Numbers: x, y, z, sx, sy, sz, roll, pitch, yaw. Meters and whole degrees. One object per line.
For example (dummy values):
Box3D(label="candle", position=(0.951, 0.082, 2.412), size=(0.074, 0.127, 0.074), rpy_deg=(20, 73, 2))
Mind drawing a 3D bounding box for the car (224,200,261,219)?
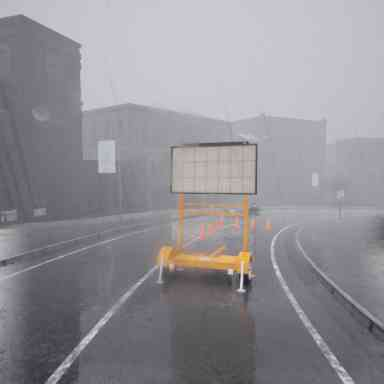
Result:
Box3D(label="car", position=(4.452, 1.455, 28.824), size=(2.128, 1.511, 4.902), rpy_deg=(3, 1, 32))

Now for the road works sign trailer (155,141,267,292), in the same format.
Box3D(label="road works sign trailer", position=(0.610, 0.457, 9.139), size=(2.380, 3.560, 2.880), rpy_deg=(1, 0, 18))

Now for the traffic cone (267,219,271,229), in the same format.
Box3D(label="traffic cone", position=(4.839, 2.015, 21.031), size=(0.340, 0.580, 0.340), rpy_deg=(2, 0, 14))
